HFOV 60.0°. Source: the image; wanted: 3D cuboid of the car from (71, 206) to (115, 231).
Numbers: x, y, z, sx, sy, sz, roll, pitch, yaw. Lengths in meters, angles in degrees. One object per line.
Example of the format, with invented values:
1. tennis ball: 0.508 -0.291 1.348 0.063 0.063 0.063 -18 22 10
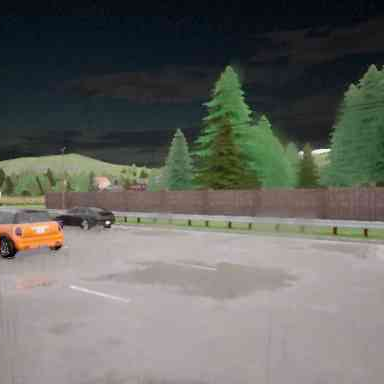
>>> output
1. car: -7.186 1.672 22.014 4.892 1.490 1.837 -1 0 36

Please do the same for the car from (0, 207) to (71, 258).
1. car: -7.304 1.475 13.497 4.553 1.767 2.097 -1 0 36

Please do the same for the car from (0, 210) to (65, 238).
1. car: -9.689 1.773 19.500 4.718 1.301 1.895 -1 0 36
